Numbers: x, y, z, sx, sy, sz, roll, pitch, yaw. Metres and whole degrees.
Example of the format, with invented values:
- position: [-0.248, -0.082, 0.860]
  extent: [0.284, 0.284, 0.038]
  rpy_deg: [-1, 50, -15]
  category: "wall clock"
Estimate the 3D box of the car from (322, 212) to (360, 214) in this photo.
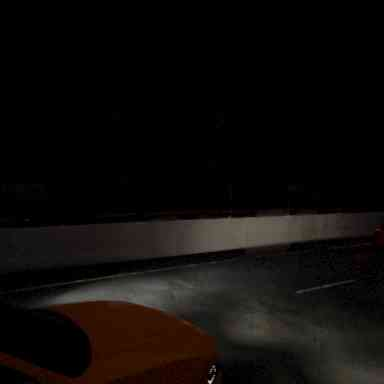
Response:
- position: [10.561, 1.508, 21.379]
  extent: [5.357, 1.411, 2.033]
  rpy_deg: [0, 0, -23]
  category: "car"

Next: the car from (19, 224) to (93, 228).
- position: [-7.804, 1.507, 19.503]
  extent: [4.181, 1.385, 1.994]
  rpy_deg: [0, 0, -32]
  category: "car"

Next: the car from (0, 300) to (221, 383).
- position: [-2.016, 1.469, 2.203]
  extent: [5.008, 1.535, 1.882]
  rpy_deg: [0, 0, -36]
  category: "car"

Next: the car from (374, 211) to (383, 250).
- position: [8.989, 1.544, 12.690]
  extent: [4.181, 1.385, 1.994]
  rpy_deg: [0, 0, -26]
  category: "car"
